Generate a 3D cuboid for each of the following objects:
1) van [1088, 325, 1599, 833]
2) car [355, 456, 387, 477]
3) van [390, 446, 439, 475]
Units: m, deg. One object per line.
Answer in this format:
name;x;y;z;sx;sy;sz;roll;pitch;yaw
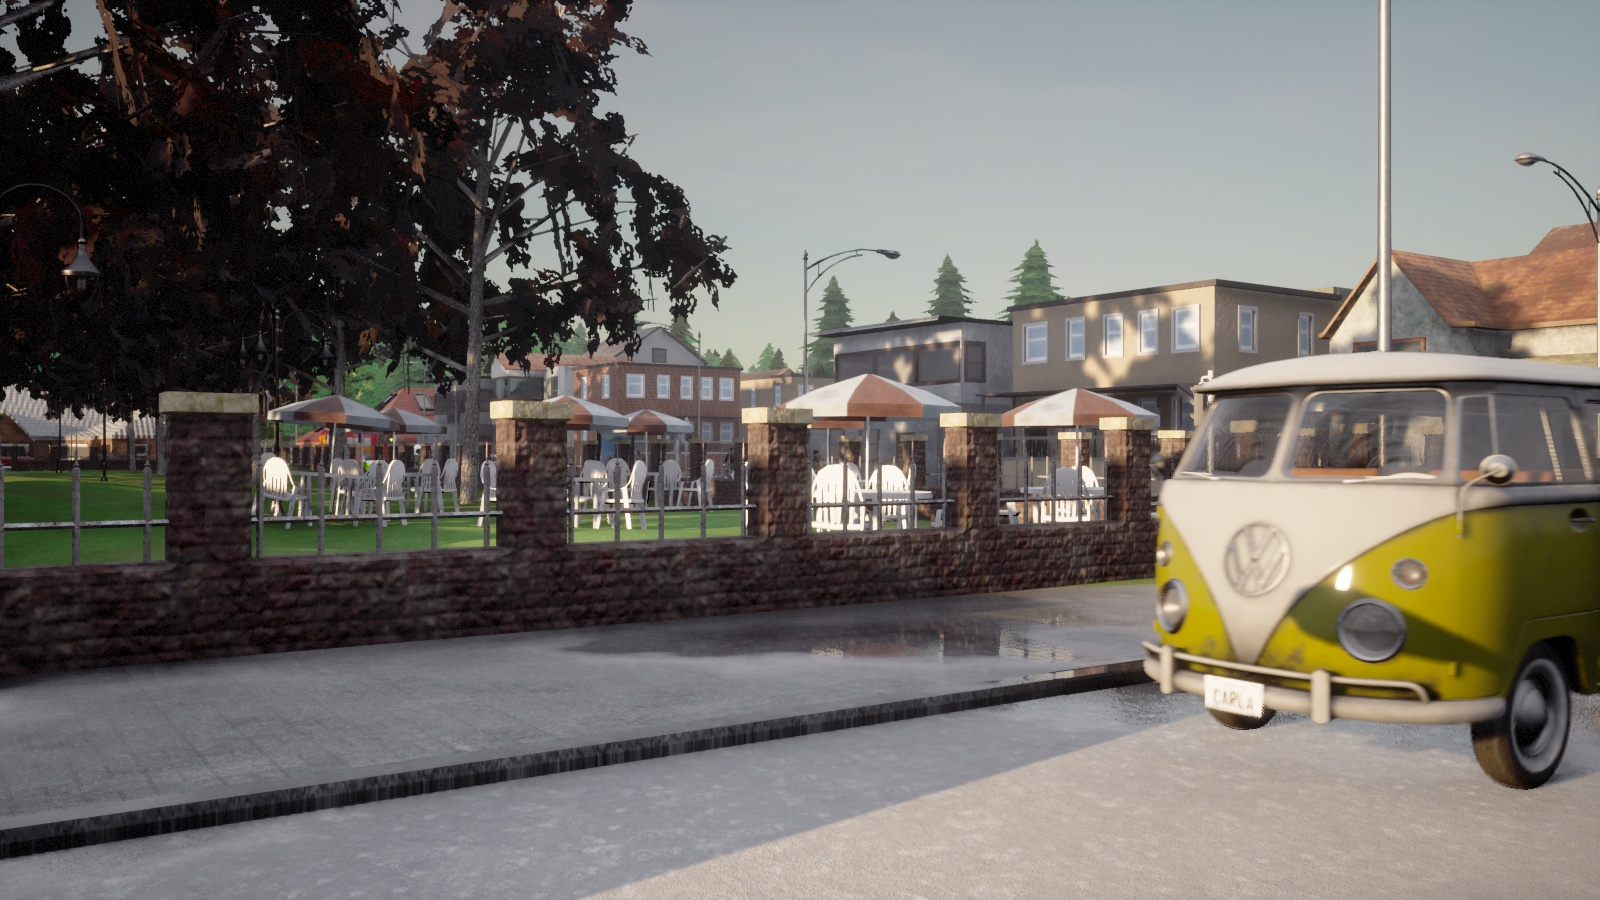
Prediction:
van;3.793;0.506;6.905;4.442;1.987;1.775;0;0;-35
car;-28.675;1.066;83.927;1.481;1.376;2.207;0;-1;-36
van;-27.405;0.744;89.179;2.069;2.038;4.480;0;0;-35
